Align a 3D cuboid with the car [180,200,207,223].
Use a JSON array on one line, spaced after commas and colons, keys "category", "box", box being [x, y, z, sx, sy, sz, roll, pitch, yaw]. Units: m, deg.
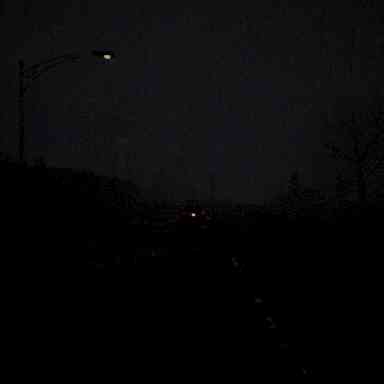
[{"category": "car", "box": [0.100, 1.598, 25.553, 1.994, 1.385, 4.181, 0, 0, 0]}]
